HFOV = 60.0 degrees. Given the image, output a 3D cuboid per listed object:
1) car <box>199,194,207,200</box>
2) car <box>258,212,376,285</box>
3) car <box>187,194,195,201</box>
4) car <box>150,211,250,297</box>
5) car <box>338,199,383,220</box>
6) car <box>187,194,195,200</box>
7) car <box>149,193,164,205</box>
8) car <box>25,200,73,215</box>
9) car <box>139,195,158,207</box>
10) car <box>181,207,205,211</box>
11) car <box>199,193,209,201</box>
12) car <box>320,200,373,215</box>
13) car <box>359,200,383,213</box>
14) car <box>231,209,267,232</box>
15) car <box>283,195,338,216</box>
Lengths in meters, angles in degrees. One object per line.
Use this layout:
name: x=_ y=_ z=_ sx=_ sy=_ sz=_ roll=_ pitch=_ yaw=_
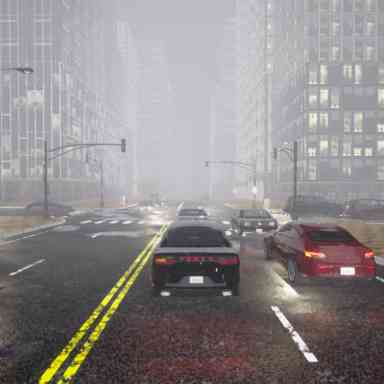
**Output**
car: x=2.949 y=1.267 z=90.421 sx=2.128 sy=1.511 sz=4.902 roll=0 pitch=0 yaw=0
car: x=3.319 y=1.521 z=9.396 sx=1.812 sy=1.442 sz=4.674 roll=0 pitch=0 yaw=0
car: x=-0.265 y=1.396 z=79.994 sx=1.882 sy=1.535 sz=5.008 roll=0 pitch=0 yaw=0
car: x=0.067 y=1.474 z=8.630 sx=1.882 sy=1.535 sz=5.008 roll=0 pitch=0 yaw=0
car: x=16.104 y=1.519 z=29.258 sx=5.009 sy=1.841 sz=2.192 roll=1 pitch=0 yaw=1
car: x=-0.301 y=1.267 z=90.411 sx=2.128 sy=1.511 sz=4.902 roll=0 pitch=0 yaw=0
car: x=-6.775 y=1.175 z=59.757 sx=2.150 sy=2.045 sz=5.566 roll=0 pitch=0 yaw=0
car: x=-13.875 y=1.456 z=32.407 sx=4.181 sy=1.385 sz=1.994 roll=0 pitch=1 yaw=-2
car: x=-6.760 y=1.528 z=50.724 sx=1.994 sy=1.385 sz=4.181 roll=0 pitch=0 yaw=0
car: x=0.037 y=1.538 z=18.451 sx=2.033 sy=1.411 sz=5.357 roll=0 pitch=0 yaw=0
car: x=2.985 y=1.143 z=80.033 sx=2.150 sy=2.045 sz=5.566 roll=0 pitch=0 yaw=0
car: x=16.182 y=1.637 z=35.047 sx=4.674 sy=1.442 sz=1.812 roll=1 pitch=1 yaw=1
car: x=21.685 y=1.643 z=37.563 sx=4.829 sy=1.417 sz=1.752 roll=1 pitch=0 yaw=1
car: x=3.289 y=1.591 z=18.514 sx=1.895 sy=1.301 sz=4.718 roll=0 pitch=0 yaw=0
car: x=11.573 y=1.344 z=31.898 sx=5.566 sy=2.045 sz=2.150 roll=1 pitch=1 yaw=1
